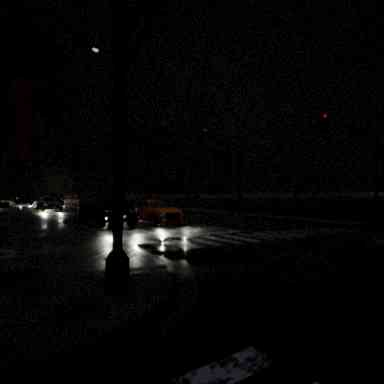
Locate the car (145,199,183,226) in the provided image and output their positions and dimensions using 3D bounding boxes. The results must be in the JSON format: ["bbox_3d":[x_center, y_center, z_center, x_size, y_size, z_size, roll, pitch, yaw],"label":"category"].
[{"bbox_3d":[-2.454,1.257,21.887,1.882,1.535,5.008,1,0,-35],"label":"car"}]

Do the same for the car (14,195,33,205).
[{"bbox_3d":[-24.342,1.183,48.002,1.994,1.385,4.181,1,-1,-35],"label":"car"}]

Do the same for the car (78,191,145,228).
[{"bbox_3d":[-5.212,0.959,20.165,2.150,2.045,5.566,1,0,-35],"label":"car"}]

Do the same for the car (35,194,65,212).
[{"bbox_3d":[-14.308,1.171,33.306,1.812,1.442,4.674,1,0,-34],"label":"car"}]

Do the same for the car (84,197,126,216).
[{"bbox_3d":[-7.867,1.216,29.716,2.128,1.511,4.902,1,0,-35],"label":"car"}]
